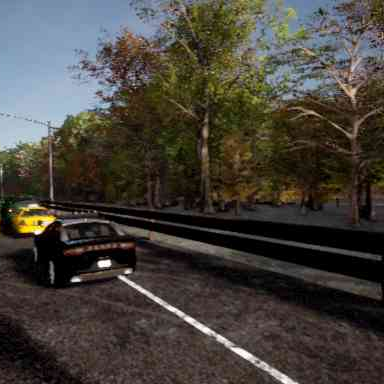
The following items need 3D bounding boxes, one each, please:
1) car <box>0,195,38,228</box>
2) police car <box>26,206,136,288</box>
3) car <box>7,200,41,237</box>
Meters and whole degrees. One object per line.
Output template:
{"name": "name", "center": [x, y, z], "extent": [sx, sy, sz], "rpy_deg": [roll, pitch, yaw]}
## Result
{"name": "car", "center": [-11.854, 1.261, 23.101], "extent": [2.150, 2.045, 5.566], "rpy_deg": [-2, 1, -33]}
{"name": "police car", "center": [-3.303, 1.392, 9.548], "extent": [1.930, 1.638, 5.238], "rpy_deg": [-2, 1, -32]}
{"name": "car", "center": [-8.697, 1.463, 18.141], "extent": [1.801, 1.575, 5.366], "rpy_deg": [-2, 1, -32]}
